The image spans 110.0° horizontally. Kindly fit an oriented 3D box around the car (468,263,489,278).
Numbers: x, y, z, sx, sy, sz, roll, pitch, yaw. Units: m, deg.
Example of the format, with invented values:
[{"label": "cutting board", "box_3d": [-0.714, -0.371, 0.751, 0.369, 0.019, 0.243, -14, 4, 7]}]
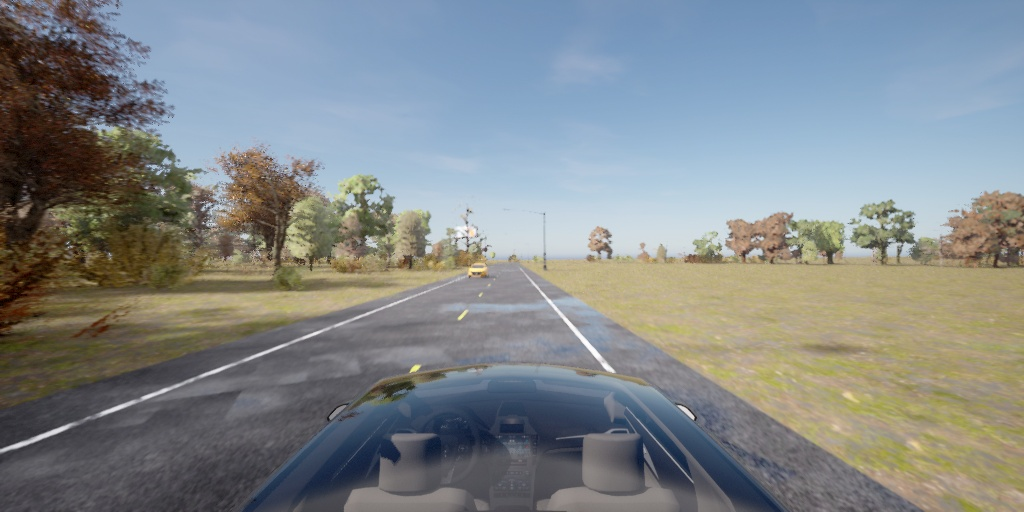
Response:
[{"label": "car", "box_3d": [-3.560, 1.558, 38.578, 1.882, 1.535, 5.008, 0, 0, 0]}]
